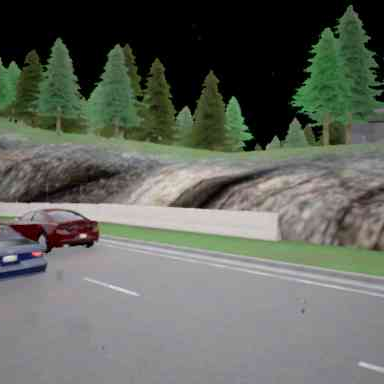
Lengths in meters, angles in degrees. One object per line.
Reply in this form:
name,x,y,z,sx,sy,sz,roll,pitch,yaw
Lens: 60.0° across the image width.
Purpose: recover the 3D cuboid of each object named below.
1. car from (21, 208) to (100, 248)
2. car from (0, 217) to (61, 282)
car,-5.737,1.390,13.274,5.008,1.535,1.882,0,0,40
car,-5.876,1.468,8.840,5.357,1.411,2.033,1,0,40
